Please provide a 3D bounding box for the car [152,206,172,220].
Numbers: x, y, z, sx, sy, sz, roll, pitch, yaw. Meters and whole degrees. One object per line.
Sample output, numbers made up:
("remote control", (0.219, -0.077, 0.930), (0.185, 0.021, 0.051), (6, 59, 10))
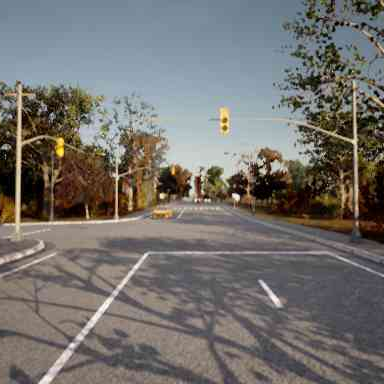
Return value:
("car", (-3.414, 2.331, 38.474), (1.882, 1.535, 5.008), (0, -1, 0))
